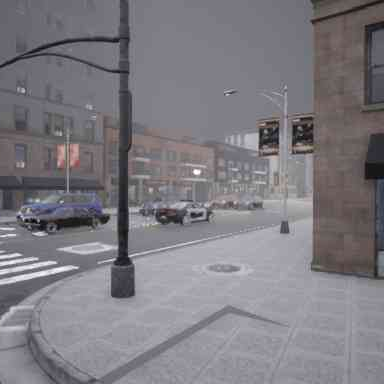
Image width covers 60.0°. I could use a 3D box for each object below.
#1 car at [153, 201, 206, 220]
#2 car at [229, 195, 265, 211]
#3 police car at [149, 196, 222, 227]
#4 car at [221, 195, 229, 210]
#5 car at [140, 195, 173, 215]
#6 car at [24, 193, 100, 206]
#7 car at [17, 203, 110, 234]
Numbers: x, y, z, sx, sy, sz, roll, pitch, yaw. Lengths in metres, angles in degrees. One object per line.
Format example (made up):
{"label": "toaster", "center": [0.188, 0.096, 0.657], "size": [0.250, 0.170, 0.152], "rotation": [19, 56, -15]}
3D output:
{"label": "car", "center": [-0.930, 1.482, 27.657], "size": [1.895, 1.301, 4.718], "rotation": [1, 1, 35]}
{"label": "car", "center": [6.567, 1.190, 38.239], "size": [2.097, 1.767, 4.553], "rotation": [1, 0, 36]}
{"label": "police car", "center": [-0.286, 1.346, 22.760], "size": [1.930, 1.638, 5.238], "rotation": [1, 1, 35]}
{"label": "car", "center": [4.065, 1.166, 40.340], "size": [2.097, 1.767, 4.553], "rotation": [1, 0, 35]}
{"label": "car", "center": [-2.697, 1.204, 30.781], "size": [2.097, 1.767, 4.553], "rotation": [1, 1, 35]}
{"label": "car", "center": [-8.659, 1.113, 22.337], "size": [2.150, 2.045, 5.566], "rotation": [1, 1, 35]}
{"label": "car", "center": [-7.091, 1.524, 18.914], "size": [1.895, 1.301, 4.718], "rotation": [1, 1, 35]}
